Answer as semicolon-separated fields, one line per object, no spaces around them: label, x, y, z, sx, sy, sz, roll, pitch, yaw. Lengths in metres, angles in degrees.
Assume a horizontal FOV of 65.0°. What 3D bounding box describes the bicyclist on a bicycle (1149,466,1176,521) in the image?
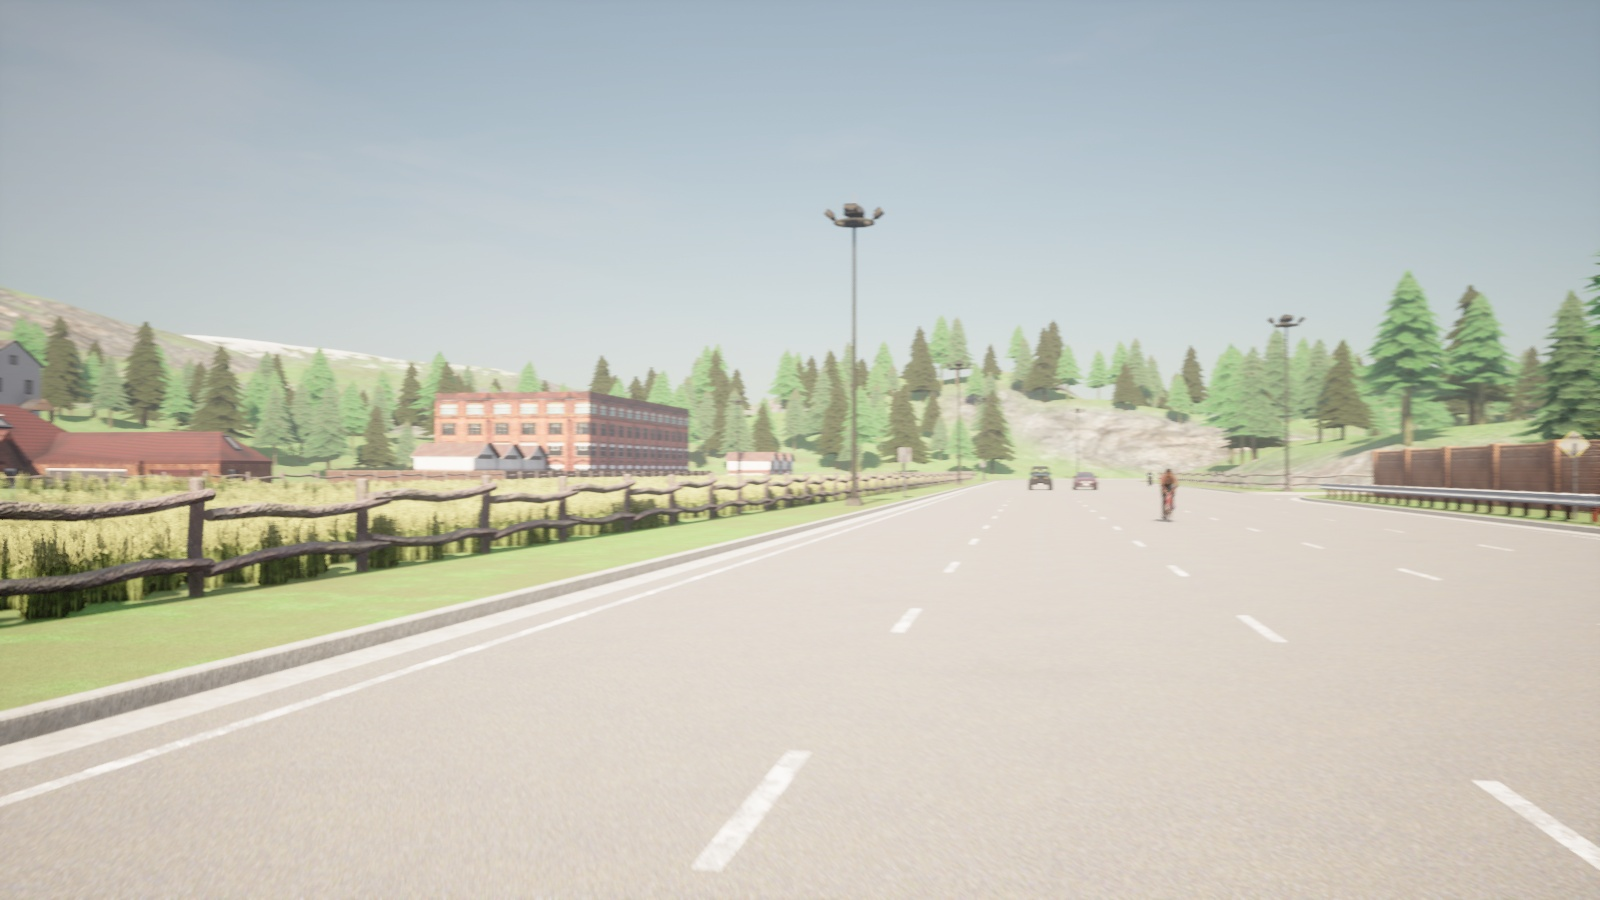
bicyclist on a bicycle;10.886;1.295;37.754;0.582;1.620;1.656;-1;-1;10
